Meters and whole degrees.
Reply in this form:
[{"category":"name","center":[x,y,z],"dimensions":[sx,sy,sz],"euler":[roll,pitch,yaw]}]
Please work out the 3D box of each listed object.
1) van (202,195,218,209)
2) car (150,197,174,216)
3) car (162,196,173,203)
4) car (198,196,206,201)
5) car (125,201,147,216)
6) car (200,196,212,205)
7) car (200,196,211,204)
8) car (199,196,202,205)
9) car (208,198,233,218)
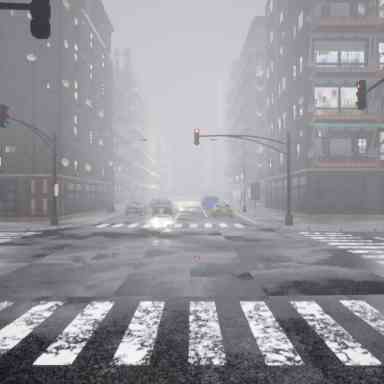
[{"category":"van","center":[2.613,1.366,44.075],"dimensions":[1.690,1.788,3.998],"euler":[1,0,0]},{"category":"car","center":[-2.747,1.509,32.310],"dimensions":[2.128,1.511,4.902],"euler":[0,0,0]},{"category":"car","center":[-5.300,1.613,72.302],"dimensions":[2.008,1.369,4.403],"euler":[1,0,0]},{"category":"car","center":[2.581,1.627,83.665],"dimensions":[1.887,1.381,4.507],"euler":[1,0,0]},{"category":"car","center":[-5.432,1.565,32.697],"dimensions":[2.008,1.369,4.403],"euler":[1,0,0]},{"category":"car","center":[2.581,1.486,61.040],"dimensions":[1.967,1.590,4.097],"euler":[1,0,0]},{"category":"car","center":[2.580,1.604,66.697],"dimensions":[2.008,1.369,4.403],"euler":[1,0,0]},{"category":"car","center":[2.581,1.347,49.728],"dimensions":[2.192,1.841,5.009],"euler":[1,0,0]},{"category":"car","center":[2.707,1.538,30.241],"dimensions":[1.752,1.417,4.829],"euler":[1,0,0]}]
